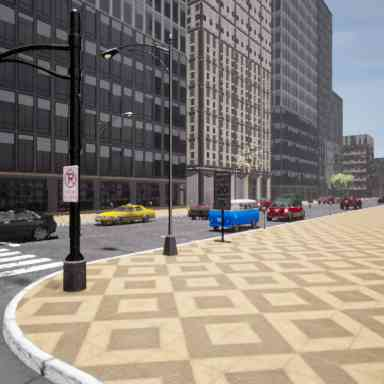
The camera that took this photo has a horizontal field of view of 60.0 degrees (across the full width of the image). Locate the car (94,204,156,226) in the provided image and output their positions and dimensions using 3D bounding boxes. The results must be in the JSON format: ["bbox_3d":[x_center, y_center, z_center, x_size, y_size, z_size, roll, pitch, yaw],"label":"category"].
[{"bbox_3d":[-4.708,1.540,23.980,1.752,1.417,4.829,0,0,38],"label":"car"}]

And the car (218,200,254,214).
[{"bbox_3d":[4.826,1.571,36.086,1.887,1.381,4.507,0,0,38],"label":"car"}]

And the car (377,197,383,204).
[{"bbox_3d":[38.301,1.658,66.460,1.947,1.339,4.313,0,0,38],"label":"car"}]

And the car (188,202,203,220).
[{"bbox_3d":[1.731,1.624,28.054,1.895,1.301,4.718,0,0,38],"label":"car"}]

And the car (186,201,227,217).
[{"bbox_3d":[1.421,1.604,31.686,1.802,1.307,4.206,0,0,38],"label":"car"}]

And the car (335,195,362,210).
[{"bbox_3d":[21.274,1.368,44.462,2.192,1.841,5.009,0,0,38],"label":"car"}]

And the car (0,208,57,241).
[{"bbox_3d":[-8.554,1.516,14.776,1.837,1.490,4.892,0,0,38],"label":"car"}]

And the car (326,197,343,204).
[{"bbox_3d":[28.665,1.624,66.884,2.008,1.369,4.403,0,0,38],"label":"car"}]

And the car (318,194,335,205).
[{"bbox_3d":[25.260,1.380,62.485,2.192,1.841,5.009,0,0,38],"label":"car"}]

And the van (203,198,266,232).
[{"bbox_3d":[2.672,1.368,20.247,1.690,1.788,3.998,0,0,38],"label":"van"}]

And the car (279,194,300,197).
[{"bbox_3d":[11.828,1.260,41.072,2.150,2.045,5.566,0,0,37],"label":"car"}]

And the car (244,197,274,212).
[{"bbox_3d":[8.232,1.471,40.486,1.967,1.590,4.097,0,0,38],"label":"car"}]

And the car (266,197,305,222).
[{"bbox_3d":[7.652,1.472,26.862,1.967,1.590,4.097,0,0,38],"label":"car"}]
